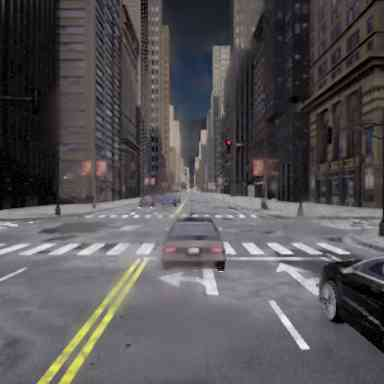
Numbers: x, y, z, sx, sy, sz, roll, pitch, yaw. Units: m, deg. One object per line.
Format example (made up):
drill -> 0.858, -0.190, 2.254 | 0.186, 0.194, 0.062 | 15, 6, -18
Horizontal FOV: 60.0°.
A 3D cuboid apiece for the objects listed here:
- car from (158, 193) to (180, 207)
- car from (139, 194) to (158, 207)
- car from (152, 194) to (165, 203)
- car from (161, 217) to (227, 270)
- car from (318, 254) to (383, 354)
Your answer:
car -> -3.339, 1.163, 49.246 | 2.150, 2.045, 5.566 | 0, 0, 0
car -> -6.586, 1.294, 49.372 | 2.097, 1.767, 4.553 | 0, 0, 0
car -> -6.515, 1.263, 65.553 | 2.097, 1.767, 4.553 | 0, 0, 0
car -> 0.061, 1.539, 10.938 | 2.033, 1.411, 5.357 | 0, 0, 0
car -> 3.250, 1.488, 4.266 | 2.128, 1.511, 4.902 | 0, 0, 0
